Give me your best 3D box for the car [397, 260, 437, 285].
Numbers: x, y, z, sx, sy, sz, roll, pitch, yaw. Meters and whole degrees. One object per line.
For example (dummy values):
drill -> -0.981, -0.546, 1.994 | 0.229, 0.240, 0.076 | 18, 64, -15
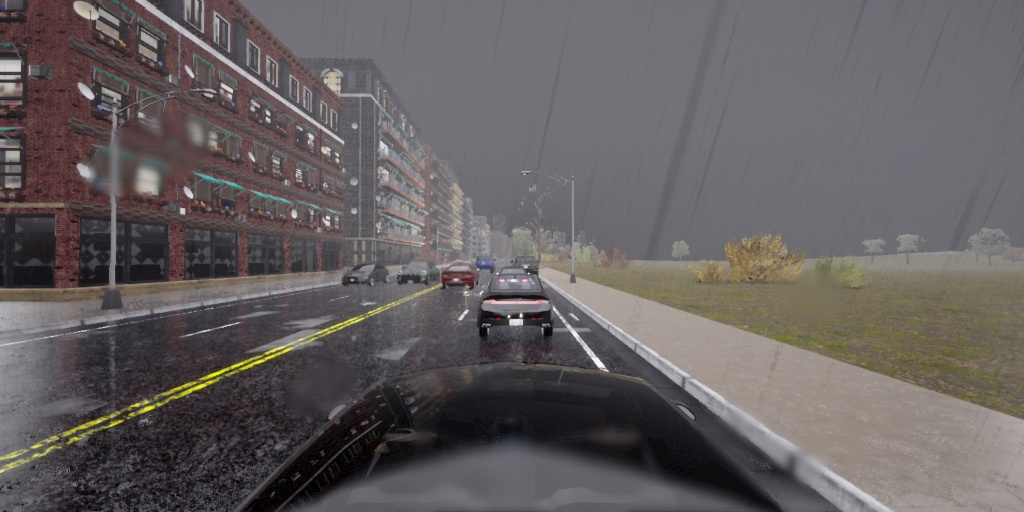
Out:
car -> -6.646, 1.105, 25.687 | 2.097, 1.767, 4.553 | 0, 0, 0

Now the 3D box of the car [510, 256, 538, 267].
car -> 1.082, 0.979, 30.952 | 2.150, 2.045, 5.566 | 0, 0, 0

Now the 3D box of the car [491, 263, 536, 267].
car -> 0.068, 1.300, 20.740 | 2.033, 1.411, 5.357 | 0, 0, 0

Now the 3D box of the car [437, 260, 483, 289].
car -> -3.190, 1.231, 22.904 | 1.882, 1.535, 5.008 | 0, 0, 0

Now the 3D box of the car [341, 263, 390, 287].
car -> -9.894, 1.258, 24.600 | 1.837, 1.490, 4.892 | 0, 0, 0

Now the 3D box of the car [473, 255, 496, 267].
car -> -3.240, 0.968, 43.805 | 2.150, 2.045, 5.566 | 0, -1, 1

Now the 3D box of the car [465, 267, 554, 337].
car -> 0.085, 1.243, 10.300 | 2.128, 1.511, 4.902 | 0, 0, 0
